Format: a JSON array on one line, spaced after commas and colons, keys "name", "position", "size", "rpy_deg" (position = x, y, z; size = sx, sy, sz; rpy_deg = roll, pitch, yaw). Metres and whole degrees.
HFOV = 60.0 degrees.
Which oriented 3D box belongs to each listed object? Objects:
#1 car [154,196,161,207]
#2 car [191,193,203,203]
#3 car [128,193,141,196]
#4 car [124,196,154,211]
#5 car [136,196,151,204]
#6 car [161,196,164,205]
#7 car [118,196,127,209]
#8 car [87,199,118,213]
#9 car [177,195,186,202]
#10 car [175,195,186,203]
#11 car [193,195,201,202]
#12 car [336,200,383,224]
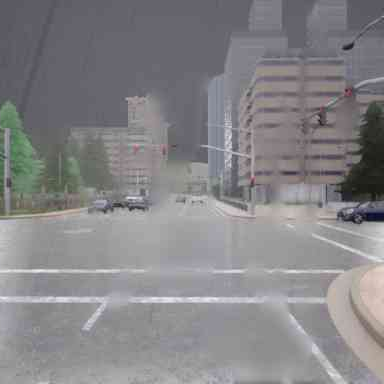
[{"name": "car", "position": [-6.231, 1.564, 49.479], "size": [1.994, 1.385, 4.181], "rpy_deg": [0, 0, 0]}, {"name": "car", "position": [1.037, 1.221, 66.915], "size": [2.150, 2.045, 5.566], "rpy_deg": [0, 0, 1]}, {"name": "car", "position": [-9.660, 1.221, 55.454], "size": [2.150, 2.045, 5.566], "rpy_deg": [0, 0, 1]}, {"name": "car", "position": [-6.325, 1.547, 40.272], "size": [2.033, 1.411, 5.357], "rpy_deg": [0, 0, 1]}, {"name": "car", "position": [-9.511, 1.491, 65.686], "size": [2.128, 1.511, 4.902], "rpy_deg": [0, 0, 1]}, {"name": "car", "position": [-6.105, 1.477, 59.936], "size": [1.882, 1.535, 5.008], "rpy_deg": [0, 0, 0]}, {"name": "car", "position": [-9.773, 1.601, 45.494], "size": [1.895, 1.301, 4.718], "rpy_deg": [0, 0, 1]}, {"name": "car", "position": [-9.847, 1.526, 36.394], "size": [1.812, 1.442, 4.674], "rpy_deg": [0, 0, 1]}, {"name": "car", "position": [-2.361, 1.478, 77.288], "size": [1.882, 1.535, 5.008], "rpy_deg": [0, 0, 1]}, {"name": "car", "position": [-2.349, 1.564, 68.332], "size": [1.994, 1.385, 4.181], "rpy_deg": [0, 0, 1]}, {"name": "car", "position": [1.132, 1.521, 76.600], "size": [1.812, 1.442, 4.674], "rpy_deg": [0, 0, 1]}, {"name": "car", "position": [12.948, 1.352, 24.066], "size": [4.553, 1.767, 2.097], "rpy_deg": [0, 0, 1]}]
